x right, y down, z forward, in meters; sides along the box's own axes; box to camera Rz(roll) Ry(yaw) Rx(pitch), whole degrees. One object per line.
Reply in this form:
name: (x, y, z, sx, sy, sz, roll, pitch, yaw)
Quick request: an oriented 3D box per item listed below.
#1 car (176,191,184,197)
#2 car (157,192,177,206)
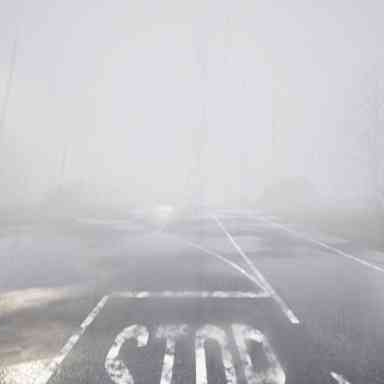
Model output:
car: (-3.182, 0.437, 82.859, 2.097, 1.767, 4.553, 0, 1, 5)
car: (-3.481, 1.040, 43.314, 2.128, 1.511, 4.902, 0, 1, 0)
